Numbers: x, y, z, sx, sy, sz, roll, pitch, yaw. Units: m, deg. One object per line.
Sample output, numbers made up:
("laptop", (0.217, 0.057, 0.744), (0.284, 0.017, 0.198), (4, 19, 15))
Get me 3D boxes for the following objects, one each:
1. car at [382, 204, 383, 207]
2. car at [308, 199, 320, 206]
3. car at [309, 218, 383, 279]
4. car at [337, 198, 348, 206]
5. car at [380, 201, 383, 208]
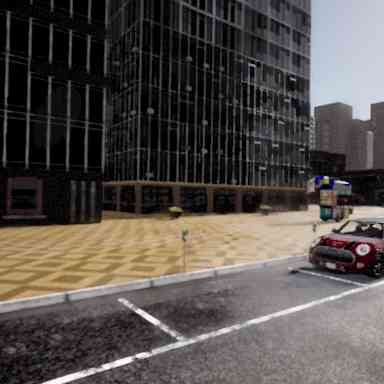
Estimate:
("car", (35.241, 2.130, 57.100), (1.967, 1.590, 4.097), (1, -1, -35))
("car", (29.630, 2.446, 80.227), (1.967, 1.590, 4.097), (1, -1, -35))
("car", (5.520, 1.555, 10.448), (4.097, 1.590, 1.967), (1, 0, -35))
("car", (32.820, 2.295, 75.685), (2.192, 1.841, 5.009), (1, -1, -35))
("car", (39.820, 2.504, 65.650), (1.802, 1.307, 4.206), (1, -1, -35))
